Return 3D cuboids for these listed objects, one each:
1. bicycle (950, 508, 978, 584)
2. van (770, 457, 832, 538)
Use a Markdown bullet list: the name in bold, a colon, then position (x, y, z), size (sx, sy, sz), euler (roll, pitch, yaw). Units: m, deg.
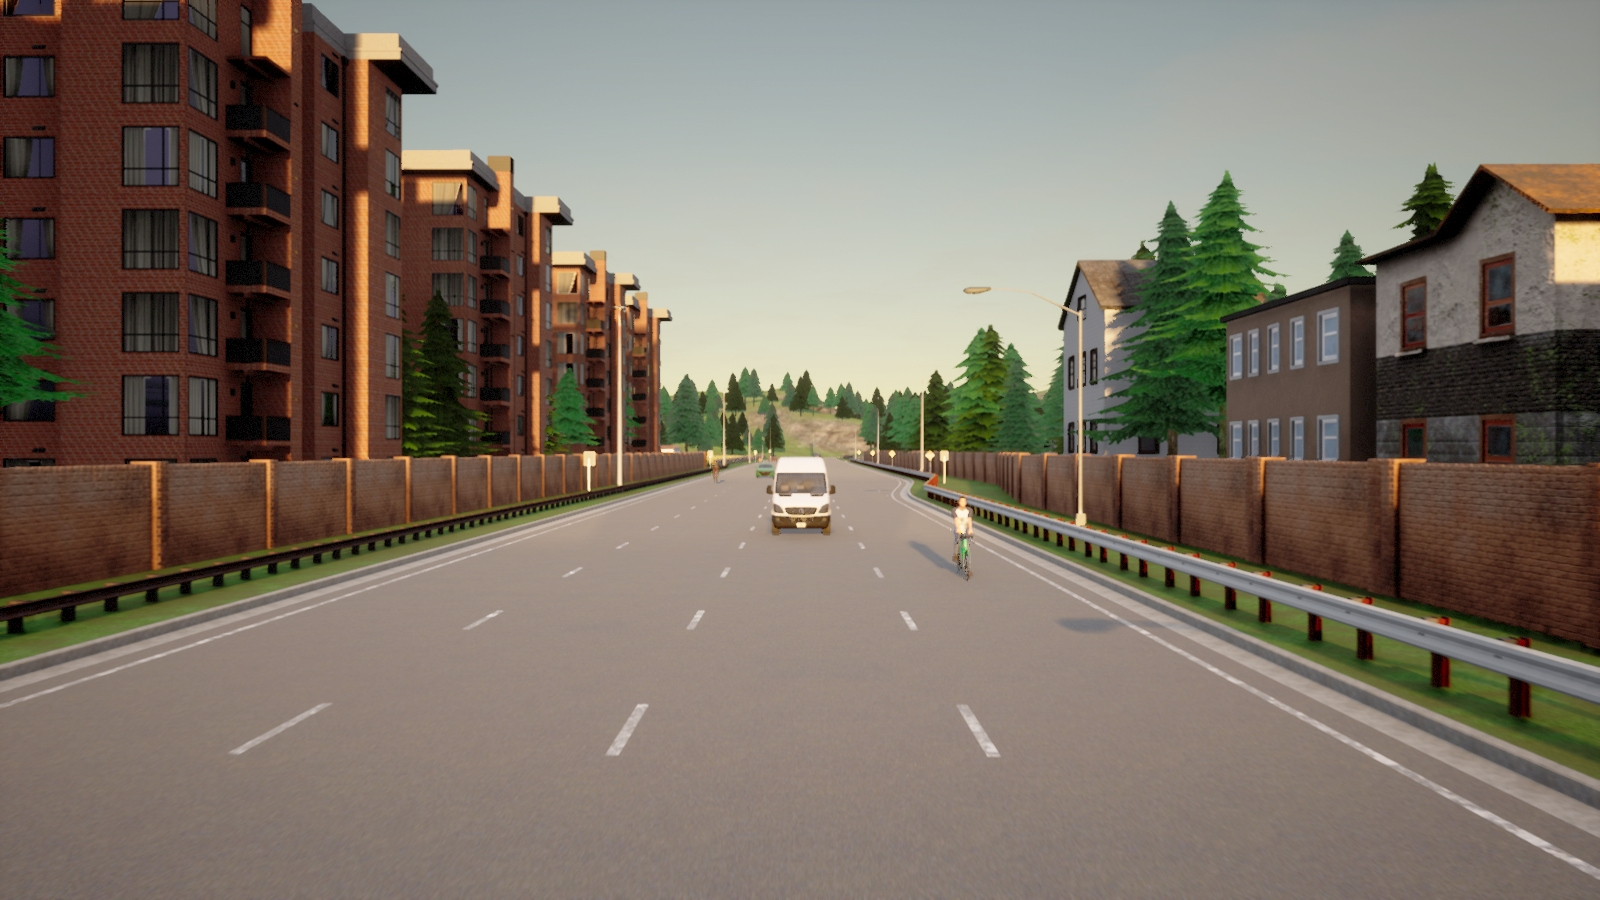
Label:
- **bicycle**: position (3.541, 2.052, 24.795), size (0.373, 1.496, 1.643), euler (0, 0, 0)
- **van**: position (0.042, 1.528, 39.534), size (1.988, 2.561, 5.915), euler (0, 0, 0)
